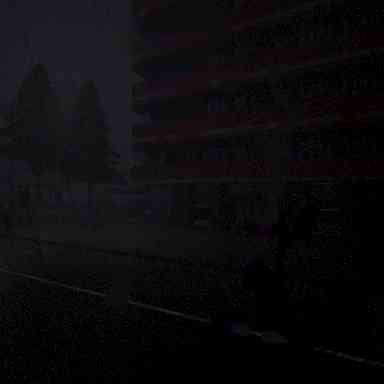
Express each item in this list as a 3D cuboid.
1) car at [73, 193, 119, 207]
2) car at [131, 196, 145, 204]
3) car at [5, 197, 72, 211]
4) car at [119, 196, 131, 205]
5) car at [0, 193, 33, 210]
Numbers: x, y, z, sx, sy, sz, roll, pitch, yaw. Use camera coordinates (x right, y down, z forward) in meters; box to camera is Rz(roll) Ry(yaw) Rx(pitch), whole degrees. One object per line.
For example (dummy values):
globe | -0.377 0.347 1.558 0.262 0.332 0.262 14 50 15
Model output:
car | -13.797 1.165 48.310 2.150 2.045 5.566 0 0 36
car | -7.129 1.491 56.319 5.357 1.411 2.033 0 0 -43
car | -15.237 1.491 33.405 2.033 1.411 5.357 0 0 34
car | -10.905 1.469 57.327 1.812 1.442 4.674 0 0 44
car | -22.588 1.165 41.638 2.150 2.045 5.566 0 0 34
